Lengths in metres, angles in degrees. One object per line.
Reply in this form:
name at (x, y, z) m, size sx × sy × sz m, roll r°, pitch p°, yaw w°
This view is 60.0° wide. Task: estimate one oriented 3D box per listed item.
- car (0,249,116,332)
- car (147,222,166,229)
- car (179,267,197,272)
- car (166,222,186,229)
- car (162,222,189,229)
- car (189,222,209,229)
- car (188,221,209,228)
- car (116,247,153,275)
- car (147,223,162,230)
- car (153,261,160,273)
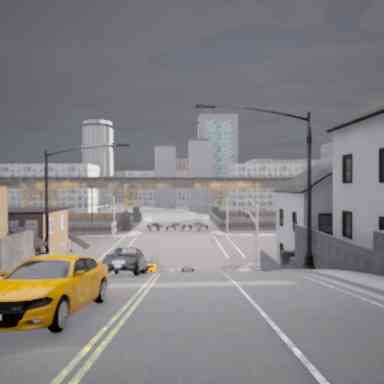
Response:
car at (-3.633, 2.400, 8.731) m, size 1.882 × 1.535 × 5.008 m, roll -1°, pitch -7°, yaw 1°
car at (-8.445, 7.900, 78.324) m, size 4.536 × 1.218 × 1.853 m, roll 1°, pitch 1°, yaw 43°
car at (-0.435, 8.440, 34.329) m, size 1.994 × 1.385 × 4.181 m, roll 0°, pitch -13°, yaw -2°
car at (-3.758, 7.869, 78.378) m, size 4.536 × 1.218 × 1.853 m, roll -1°, pitch 1°, yaw -37°
car at (-3.798, 8.027, 78.350) m, size 4.974 × 1.542 × 2.038 m, roll -1°, pitch 1°, yaw -37°
car at (1.560, 7.978, 79.194) m, size 4.974 × 1.542 × 2.038 m, roll 0°, pitch 1°, yaw 28°
car at (1.513, 7.820, 79.215) m, size 4.536 × 1.218 × 1.853 m, roll 0°, pitch 1°, yaw 28°
car at (-3.718, 3.910, 18.984) m, size 2.128 × 1.511 × 4.902 m, roll 0°, pitch -12°, yaw -1°
car at (-8.405, 8.058, 78.292) m, size 4.974 × 1.542 × 2.038 m, roll 1°, pitch 1°, yaw 43°
car at (-3.927, 6.727, 29.090) m, size 1.882 × 1.535 × 5.008 m, roll -1°, pitch -20°, yaw 0°
